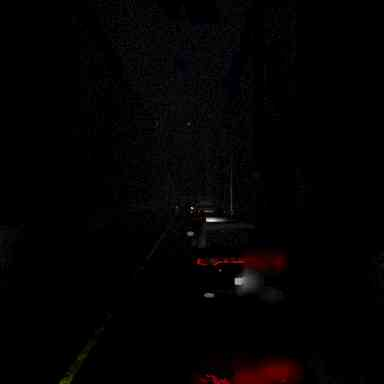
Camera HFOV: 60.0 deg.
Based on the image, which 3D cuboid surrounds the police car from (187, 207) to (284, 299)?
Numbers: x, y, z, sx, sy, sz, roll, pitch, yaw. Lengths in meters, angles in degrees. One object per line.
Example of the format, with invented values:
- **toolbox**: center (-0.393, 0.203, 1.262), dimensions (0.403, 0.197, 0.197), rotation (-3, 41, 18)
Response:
- **police car**: center (0.902, 1.425, 8.650), dimensions (1.930, 1.638, 5.238), rotation (0, 0, 0)

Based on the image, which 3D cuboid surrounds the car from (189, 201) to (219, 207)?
- **car**: center (0.905, 1.477, 18.539), dimensions (1.882, 1.535, 5.008), rotation (0, 0, 0)

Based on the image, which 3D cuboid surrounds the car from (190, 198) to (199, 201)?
- **car**: center (0.906, 1.454, 24.730), dimensions (1.801, 1.575, 5.366), rotation (0, 0, 0)

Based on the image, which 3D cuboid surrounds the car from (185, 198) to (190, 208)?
- **car**: center (0.040, 1.559, 47.293), dimensions (1.994, 1.385, 4.181), rotation (0, 0, 1)

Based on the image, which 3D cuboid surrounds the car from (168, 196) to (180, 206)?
- **car**: center (-2.986, 1.480, 55.322), dimensions (2.128, 1.511, 4.902), rotation (0, 0, 0)
